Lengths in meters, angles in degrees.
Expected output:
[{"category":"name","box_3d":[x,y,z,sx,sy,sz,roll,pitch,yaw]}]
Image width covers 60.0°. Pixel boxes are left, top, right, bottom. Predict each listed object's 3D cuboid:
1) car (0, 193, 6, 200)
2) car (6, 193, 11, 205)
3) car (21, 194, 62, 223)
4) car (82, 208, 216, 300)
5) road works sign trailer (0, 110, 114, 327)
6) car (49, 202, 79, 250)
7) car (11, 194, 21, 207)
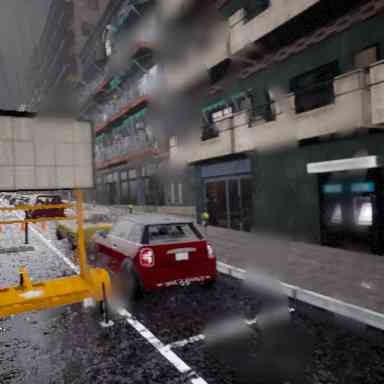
[{"category":"car","box_3d":[-36.471,0.959,66.237,2.008,1.369,4.403,0,1,-31]},{"category":"car","box_3d":[-24.715,1.110,46.871,1.947,1.339,4.313,0,1,-31]},{"category":"car","box_3d":[-10.018,1.032,22.657,2.192,1.841,5.009,0,1,-31]},{"category":"car","box_3d":[-1.200,1.262,8.132,1.967,1.590,4.097,0,1,-31]},{"category":"road works sign trailer","box_3d":[-2.981,0.388,5.960,2.380,3.560,2.880,-2,2,-31]},{"category":"car","box_3d":[-4.227,1.311,13.120,1.752,1.417,4.829,0,1,-31]},{"category":"car","box_3d":[-18.924,1.137,37.331,1.752,1.417,4.829,0,1,-31]}]
